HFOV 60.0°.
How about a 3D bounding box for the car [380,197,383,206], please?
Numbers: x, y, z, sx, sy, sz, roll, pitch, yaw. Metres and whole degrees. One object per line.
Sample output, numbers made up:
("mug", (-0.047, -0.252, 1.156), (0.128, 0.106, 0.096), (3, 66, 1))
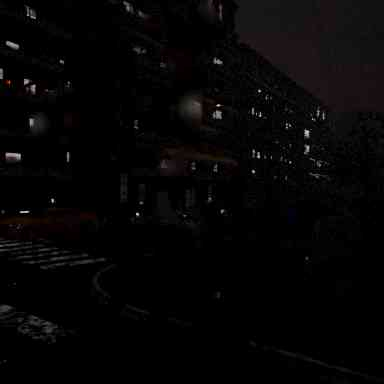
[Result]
("car", (37.181, 2.251, 67.710), (1.887, 1.381, 4.507), (1, 0, 36))

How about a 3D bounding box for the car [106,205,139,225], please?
("car", (-5.699, 1.626, 23.719), (2.008, 1.369, 4.403), (1, 0, 36))

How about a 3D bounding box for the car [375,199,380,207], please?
("car", (33.896, 2.104, 63.259), (1.967, 1.590, 4.097), (1, 0, 36))

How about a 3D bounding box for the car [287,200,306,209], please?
("car", (17.301, 1.974, 54.885), (1.802, 1.307, 4.206), (1, 0, 36))

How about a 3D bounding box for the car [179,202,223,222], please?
("car", (0.859, 1.687, 28.235), (1.837, 1.490, 4.892), (1, 0, 36))

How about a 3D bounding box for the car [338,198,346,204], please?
("car", (33.729, 2.176, 77.145), (1.947, 1.339, 4.313), (1, 0, 36))

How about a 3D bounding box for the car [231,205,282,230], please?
("car", (4.324, 1.827, 23.189), (1.947, 1.339, 4.313), (1, 0, 36))

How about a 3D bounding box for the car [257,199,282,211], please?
("car", (10.731, 1.743, 45.980), (1.967, 1.590, 4.097), (1, 0, 36))

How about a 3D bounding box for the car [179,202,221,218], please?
("car", (0.873, 1.712, 32.623), (1.887, 1.381, 4.507), (1, 0, 36))

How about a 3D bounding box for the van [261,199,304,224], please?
("van", (7.612, 1.647, 27.641), (1.690, 1.788, 3.998), (1, 0, 36))

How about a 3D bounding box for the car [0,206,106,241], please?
("car", (-7.281, 1.544, 17.376), (1.882, 1.535, 5.008), (1, 0, 39))

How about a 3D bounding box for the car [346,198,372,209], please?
("car", (27.327, 1.891, 54.355), (2.192, 1.841, 5.009), (1, 0, 36))

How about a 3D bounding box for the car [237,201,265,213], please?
("car", (7.444, 1.840, 41.528), (1.802, 1.307, 4.206), (1, 0, 36))

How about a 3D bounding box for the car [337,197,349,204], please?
("car", (37.016, 2.093, 81.598), (1.967, 1.590, 4.097), (1, 0, 36))

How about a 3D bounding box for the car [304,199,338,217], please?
("car", (14.183, 1.837, 36.546), (1.967, 1.590, 4.097), (1, 0, 36))

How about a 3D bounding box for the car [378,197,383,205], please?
("car", (47.041, 2.150, 81.068), (2.192, 1.841, 5.009), (1, 0, 36))

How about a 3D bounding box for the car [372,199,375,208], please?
("car", (30.609, 2.202, 58.806), (1.802, 1.307, 4.206), (1, 0, 36))

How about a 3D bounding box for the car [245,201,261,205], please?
("car", (7.449, 1.750, 37.155), (1.882, 1.535, 5.008), (1, 0, 37))

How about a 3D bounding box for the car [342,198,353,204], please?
("car", (40.200, 2.220, 85.912), (1.752, 1.417, 4.829), (1, 0, 36))
